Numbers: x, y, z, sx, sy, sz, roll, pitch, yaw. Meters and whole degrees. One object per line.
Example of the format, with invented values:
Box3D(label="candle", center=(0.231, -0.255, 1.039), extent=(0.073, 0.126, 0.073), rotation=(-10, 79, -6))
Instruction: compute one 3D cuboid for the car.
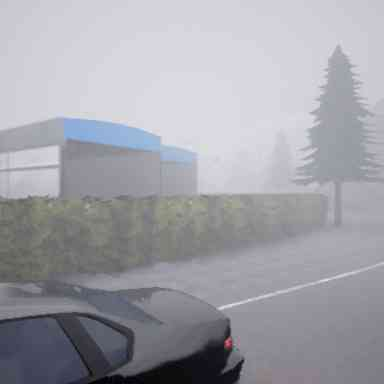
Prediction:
Box3D(label="car", center=(-2.015, 1.548, 2.553), extent=(5.357, 1.411, 2.033), rotation=(0, 0, -36))
